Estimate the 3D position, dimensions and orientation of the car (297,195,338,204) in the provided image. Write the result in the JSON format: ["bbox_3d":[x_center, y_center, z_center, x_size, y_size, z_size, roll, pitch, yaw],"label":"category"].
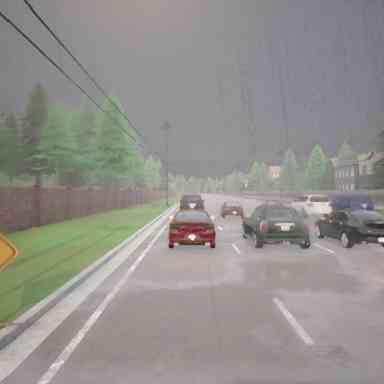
[{"bbox_3d":[10.500,1.257,29.680,2.150,2.045,5.566,0,0,0],"label":"car"}]

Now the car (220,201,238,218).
[{"bbox_3d":[3.500,1.533,29.650,1.812,1.442,4.674,0,0,0],"label":"car"}]

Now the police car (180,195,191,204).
[{"bbox_3d":[-1.225,1.425,64.765,1.930,1.638,5.238,0,0,0],"label":"police car"}]

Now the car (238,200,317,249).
[{"bbox_3d":[3.500,1.365,14.620,2.097,1.767,4.553,0,0,0],"label":"car"}]

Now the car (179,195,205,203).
[{"bbox_3d":[0.000,1.257,29.680,2.150,2.045,5.566,0,0,0],"label":"car"}]

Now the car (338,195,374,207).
[{"bbox_3d":[14.000,1.257,29.680,2.150,2.045,5.566,0,0,0],"label":"car"}]

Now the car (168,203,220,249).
[{"bbox_3d":[0.000,1.484,14.650,1.882,1.535,5.008,0,0,0],"label":"car"}]

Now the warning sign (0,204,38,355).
[{"bbox_3d":[-3.050,1.114,4.655,1.300,1.860,1.060,0,0,0],"label":"warning sign"}]

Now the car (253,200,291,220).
[{"bbox_3d":[7.000,1.495,29.650,2.128,1.511,4.902,0,0,0],"label":"car"}]

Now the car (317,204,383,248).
[{"bbox_3d":[7.000,1.516,14.650,1.837,1.490,4.892,0,0,0],"label":"car"}]
